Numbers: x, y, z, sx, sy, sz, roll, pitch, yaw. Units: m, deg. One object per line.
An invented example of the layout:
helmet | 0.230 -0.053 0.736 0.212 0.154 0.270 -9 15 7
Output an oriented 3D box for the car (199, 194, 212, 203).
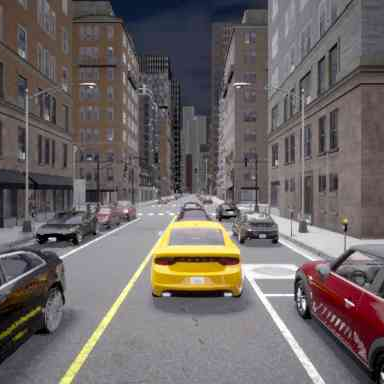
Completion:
car | 2.919 1.484 63.757 1.967 1.590 4.097 0 0 0

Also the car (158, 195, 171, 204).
car | -5.605 1.626 63.774 1.802 1.307 4.206 0 0 0

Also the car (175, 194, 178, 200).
car | -5.544 1.637 90.647 1.752 1.417 4.829 0 0 0

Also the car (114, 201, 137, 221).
car | -5.657 1.443 26.671 1.967 1.590 4.097 0 0 0

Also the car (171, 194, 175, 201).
car | -5.580 1.616 74.591 2.008 1.369 4.403 0 0 0

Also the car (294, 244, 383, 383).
car | 2.858 1.440 4.662 1.967 1.590 4.097 0 0 0

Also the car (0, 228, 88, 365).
car | -3.097 1.491 3.905 2.128 1.511 4.902 0 0 0

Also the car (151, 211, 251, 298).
car | 0.098 1.478 8.591 1.882 1.535 5.008 0 0 0

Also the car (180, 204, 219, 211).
car | 0.115 1.565 17.585 1.994 1.385 4.181 0 0 0

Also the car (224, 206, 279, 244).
car | 2.863 1.552 15.664 2.008 1.369 4.403 0 0 0

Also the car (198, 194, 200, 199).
car | 2.945 1.616 74.575 2.008 1.369 4.403 0 0 0

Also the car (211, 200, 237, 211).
car | 2.868 1.569 26.667 1.947 1.339 4.313 0 0 0

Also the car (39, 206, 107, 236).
car | -5.662 1.567 15.668 1.947 1.339 4.313 0 0 0

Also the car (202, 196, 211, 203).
car | 2.932 1.579 69.336 1.752 1.417 4.829 0 0 0

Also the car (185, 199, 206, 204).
car | 0.012 1.529 26.396 1.812 1.442 4.674 0 0 2

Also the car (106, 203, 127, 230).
car | -5.660 1.584 21.170 1.802 1.307 4.206 0 0 0
